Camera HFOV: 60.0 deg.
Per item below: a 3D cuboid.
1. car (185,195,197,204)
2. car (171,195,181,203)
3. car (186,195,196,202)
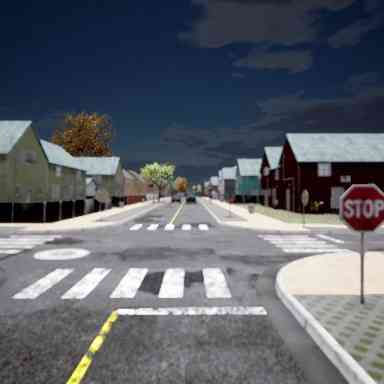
[{"bbox_3d":[-0.173,1.287,57.814,1.837,1.490,4.892,0,0,0],"label":"car"},{"bbox_3d":[-2.936,1.329,62.393,2.033,1.411,5.357,0,0,0],"label":"car"},{"bbox_3d":[-0.204,1.317,68.234,1.812,1.442,4.674,0,0,0],"label":"car"}]
